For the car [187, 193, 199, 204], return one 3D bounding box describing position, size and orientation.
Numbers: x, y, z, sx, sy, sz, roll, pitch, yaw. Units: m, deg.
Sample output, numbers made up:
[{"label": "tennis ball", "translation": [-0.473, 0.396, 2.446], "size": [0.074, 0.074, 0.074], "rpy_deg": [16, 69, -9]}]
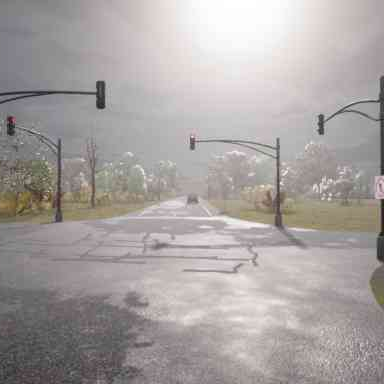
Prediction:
[{"label": "car", "translation": [0.156, 1.293, 67.658], "size": [2.150, 2.045, 5.566], "rpy_deg": [0, 0, 0]}]
